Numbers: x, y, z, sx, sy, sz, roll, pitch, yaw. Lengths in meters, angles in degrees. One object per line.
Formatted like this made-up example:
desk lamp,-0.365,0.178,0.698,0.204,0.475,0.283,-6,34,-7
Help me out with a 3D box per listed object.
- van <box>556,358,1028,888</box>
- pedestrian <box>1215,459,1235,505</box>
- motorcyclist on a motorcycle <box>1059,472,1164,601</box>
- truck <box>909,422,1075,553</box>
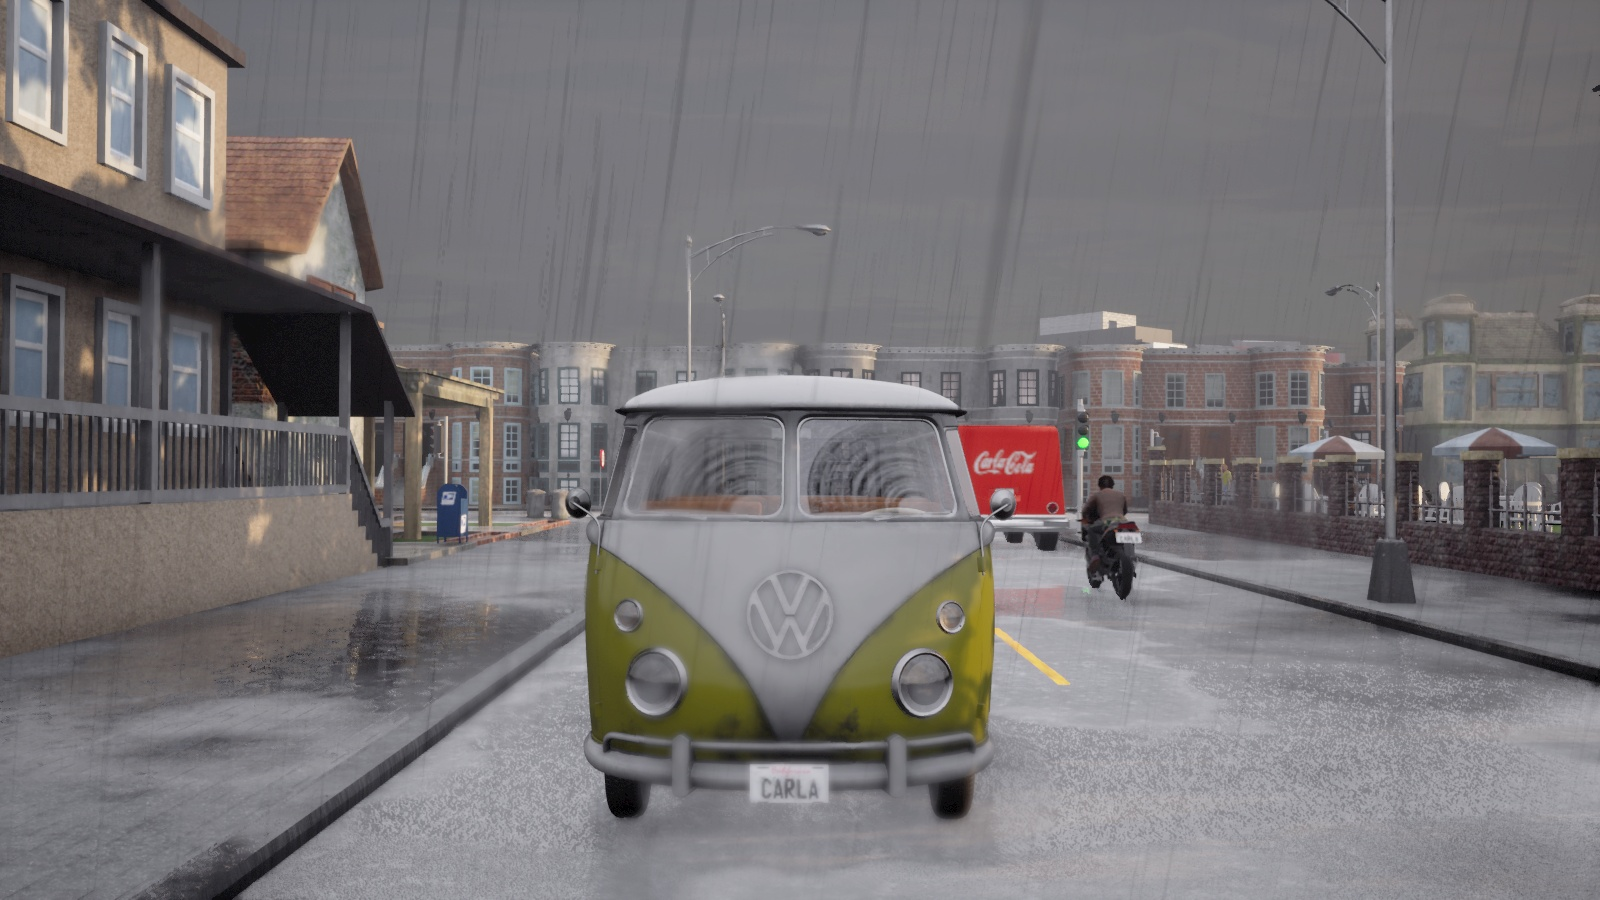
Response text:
van,-0.043,0.684,6.958,1.775,1.987,4.442,0,-1,0
pedestrian,17.131,1.302,50.624,0.706,1.836,0.354,0,-1,-1
motorcyclist on a motorcycle,3.911,1.048,15.933,0.797,1.523,2.044,0,-1,0
truck,3.856,0.752,26.333,2.627,2.467,5.204,0,-1,0
